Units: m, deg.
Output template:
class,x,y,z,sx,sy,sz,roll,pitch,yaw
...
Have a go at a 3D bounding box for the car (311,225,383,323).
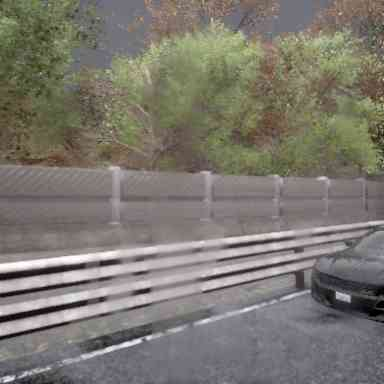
class,x,y,z,sx,sy,sz,roll,pitch,yaw
car,4.509,1.433,6.882,5.008,1.535,1.882,0,0,-35
